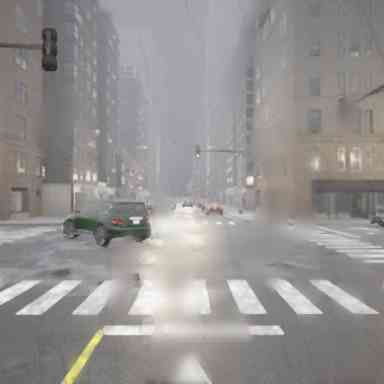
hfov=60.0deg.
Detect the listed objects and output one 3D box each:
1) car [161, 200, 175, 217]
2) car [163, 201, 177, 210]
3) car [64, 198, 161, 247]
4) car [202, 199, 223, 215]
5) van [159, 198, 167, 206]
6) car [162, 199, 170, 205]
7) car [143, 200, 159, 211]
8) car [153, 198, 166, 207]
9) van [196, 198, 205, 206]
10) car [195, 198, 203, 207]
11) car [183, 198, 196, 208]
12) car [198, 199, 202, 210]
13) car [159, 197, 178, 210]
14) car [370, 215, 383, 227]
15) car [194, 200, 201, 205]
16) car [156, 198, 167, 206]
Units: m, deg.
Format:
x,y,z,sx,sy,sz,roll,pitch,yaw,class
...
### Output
x,y,z,sx,sy,sz,roll,pitch,yaw,class
-3.253,1.902,35.732,2.128,1.511,4.902,0,-1,-1,car
-3.612,2.206,55.111,1.994,1.385,4.181,0,-1,-1,car
-4.243,1.402,16.305,2.150,2.045,5.566,2,-2,-43,car
2.581,1.899,39.773,1.967,1.590,4.097,0,-1,-1,car
-6.805,2.317,79.174,1.690,1.788,3.998,0,-1,-1,van
-7.047,2.663,90.310,1.752,1.417,4.829,0,-1,-1,car
-6.189,2.032,50.903,1.967,1.590,4.097,0,-1,-1,car
-6.559,2.126,67.864,2.192,1.841,5.009,0,-1,-1,car
1.841,2.237,73.690,1.690,1.788,3.998,0,-1,-1,van
2.088,2.316,62.380,1.802,1.307,4.206,0,-1,-1,car
-0.826,2.334,65.015,1.994,1.385,4.181,0,-1,-1,car
2.335,2.175,51.078,1.802,1.307,4.206,0,-1,-1,car
-3.401,1.878,45.368,2.097,1.767,4.553,0,-1,-1,car
15.188,1.788,22.689,5.357,1.411,2.033,0,-1,0,car
1.474,2.724,90.645,1.802,1.307,4.206,0,-1,-1,car
-6.683,2.209,73.519,2.192,1.841,5.009,0,-1,-1,car
